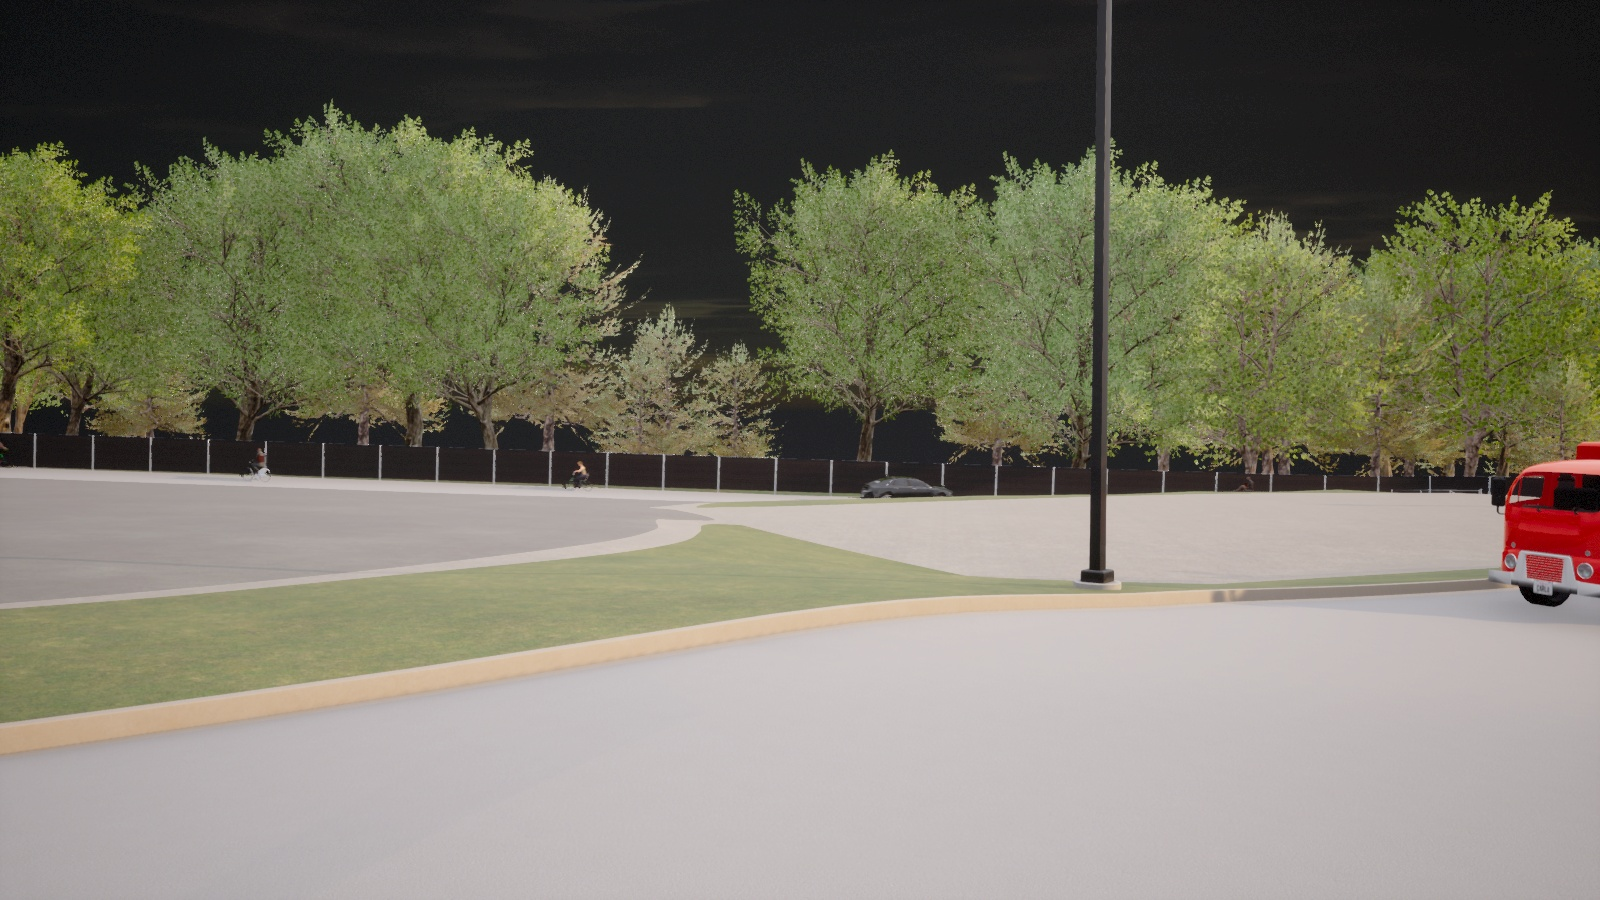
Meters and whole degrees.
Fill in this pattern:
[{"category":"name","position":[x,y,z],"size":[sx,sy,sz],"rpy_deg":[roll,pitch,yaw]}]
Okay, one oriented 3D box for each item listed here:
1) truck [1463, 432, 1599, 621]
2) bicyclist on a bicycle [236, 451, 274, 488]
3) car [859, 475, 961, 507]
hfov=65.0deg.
[{"category":"truck","position":[12.799,1.028,18.324],"size":[5.204,2.467,2.627],"rpy_deg":[0,1,-20]},{"category":"bicyclist on a bicycle","position":[-28.117,0.998,64.763],"size":[1.843,1.776,0.659],"rpy_deg":[2,2,19]},{"category":"car","position":[5.649,2.108,64.804],"size":[4.892,1.490,1.837],"rpy_deg":[1,2,-14]}]
